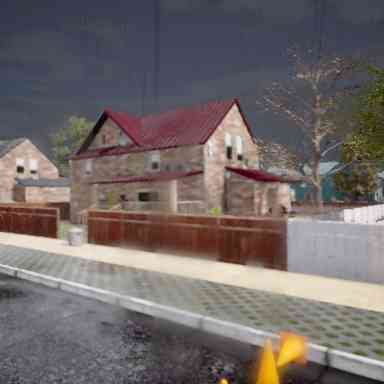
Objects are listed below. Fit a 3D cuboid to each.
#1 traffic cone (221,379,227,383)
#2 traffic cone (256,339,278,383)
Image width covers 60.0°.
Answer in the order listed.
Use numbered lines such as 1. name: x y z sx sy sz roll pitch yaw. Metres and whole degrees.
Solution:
1. traffic cone: 0.282 1.970 2.958 0.340 0.580 0.340 0 0 35
2. traffic cone: 0.861 1.974 3.774 0.340 0.580 0.340 0 0 35
